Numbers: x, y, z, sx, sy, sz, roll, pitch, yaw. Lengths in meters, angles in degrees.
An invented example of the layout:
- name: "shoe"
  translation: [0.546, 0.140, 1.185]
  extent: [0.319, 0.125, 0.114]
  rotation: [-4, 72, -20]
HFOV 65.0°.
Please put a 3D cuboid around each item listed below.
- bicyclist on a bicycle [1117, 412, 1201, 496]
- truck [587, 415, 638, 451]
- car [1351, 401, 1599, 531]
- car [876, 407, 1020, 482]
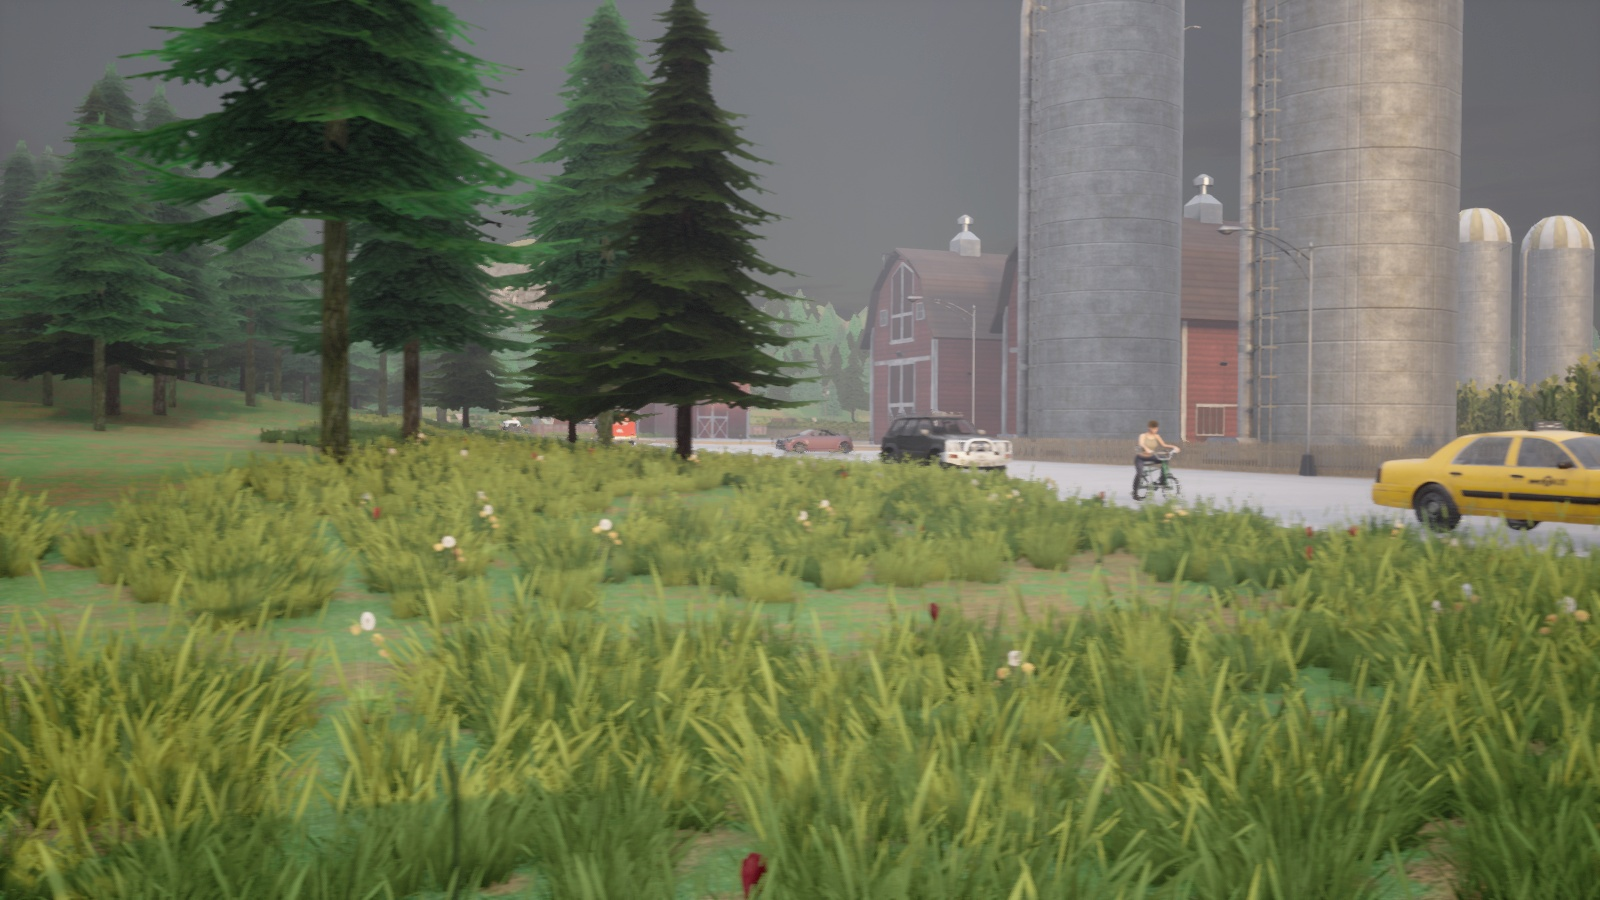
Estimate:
- name: "bicyclist on a bicycle"
  translation: [7.091, 0.061, 24.882]
  extent: [0.866, 1.612, 1.509]
  rotation: [-1, 1, -20]
- name: "truck"
  translation: [-13.621, -1.227, 91.167]
  extent: [2.627, 2.467, 5.204]
  rotation: [-1, 1, -20]
- name: "car"
  translation: [10.094, 0.163, 16.748]
  extent: [1.801, 1.575, 5.366]
  rotation: [-1, 1, -20]
- name: "car"
  translation: [3.867, -0.166, 33.634]
  extent: [1.932, 1.855, 4.605]
  rotation: [-1, 1, -20]
